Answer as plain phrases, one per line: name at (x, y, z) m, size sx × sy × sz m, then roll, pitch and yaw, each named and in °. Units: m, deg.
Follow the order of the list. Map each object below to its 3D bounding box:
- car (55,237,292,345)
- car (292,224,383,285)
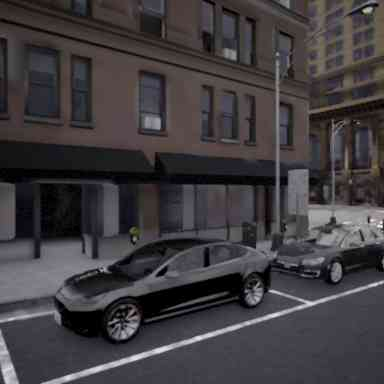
car at (-0.310, 1.599, 6.438) m, size 4.313 × 1.339 × 1.947 m, roll 1°, pitch -1°, yaw -35°
car at (4.174, 1.640, 9.633) m, size 4.403 × 1.369 × 2.008 m, roll 1°, pitch -1°, yaw -35°
